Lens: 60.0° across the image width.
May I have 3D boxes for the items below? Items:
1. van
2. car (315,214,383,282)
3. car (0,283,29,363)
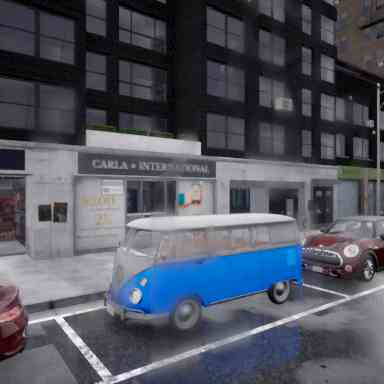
[{"bbox_3d":[0.416,1.341,6.494,3.998,1.788,1.690,0,0,-36],"label":"van"},{"bbox_3d":[4.815,1.440,9.648,4.097,1.590,1.967,0,0,-36],"label":"car"},{"bbox_3d":[-3.983,1.582,3.340,4.206,1.307,1.802,0,0,-36],"label":"car"}]
